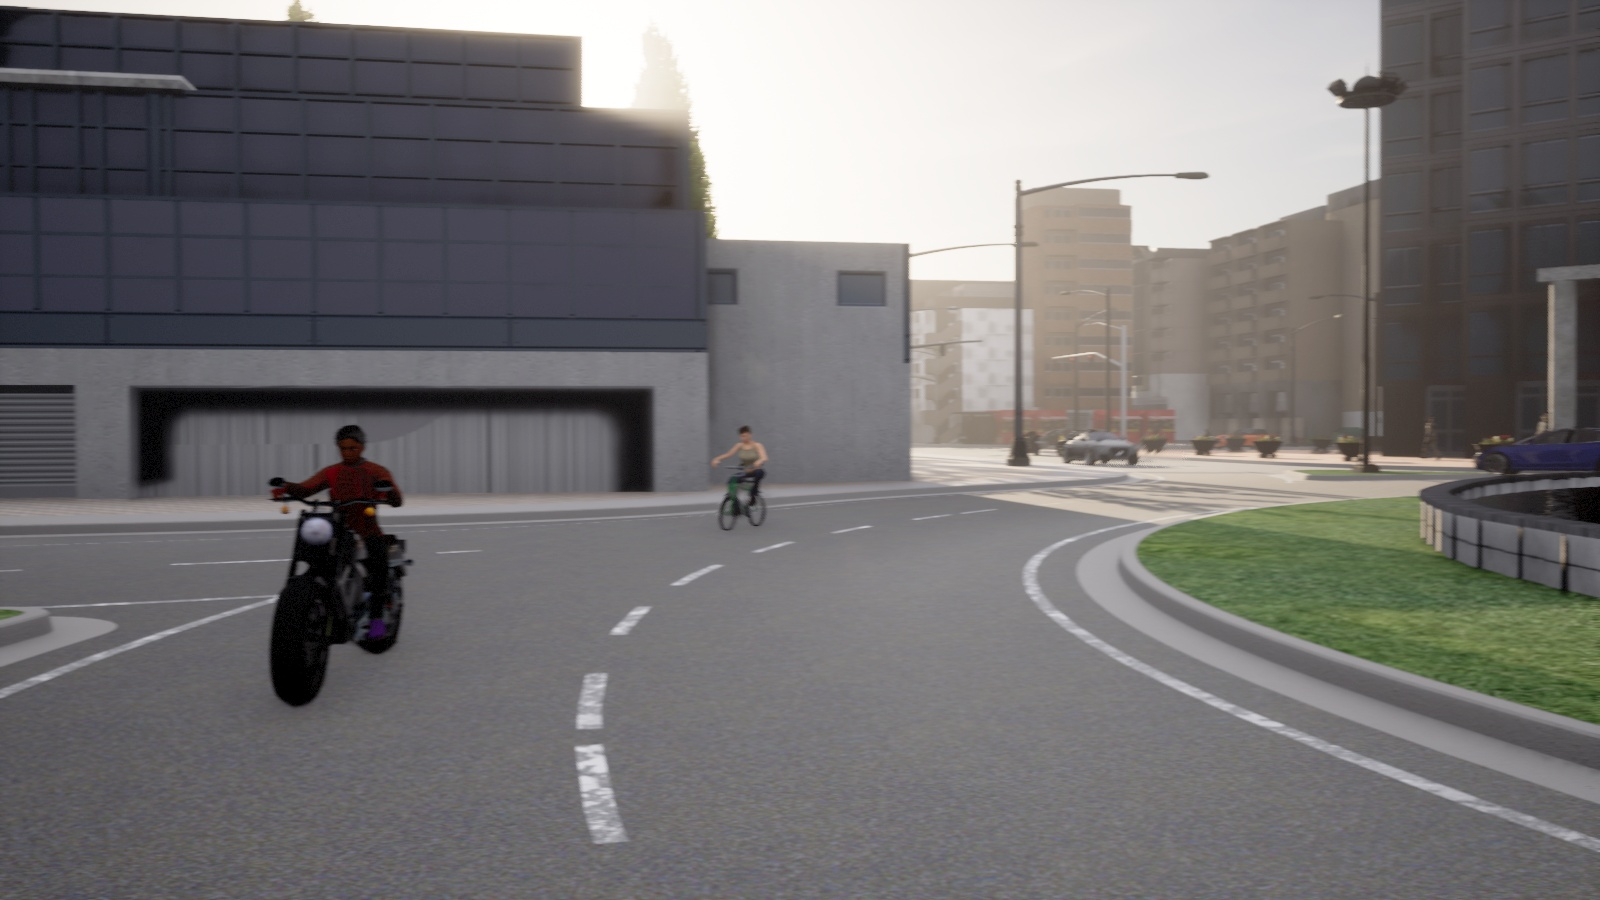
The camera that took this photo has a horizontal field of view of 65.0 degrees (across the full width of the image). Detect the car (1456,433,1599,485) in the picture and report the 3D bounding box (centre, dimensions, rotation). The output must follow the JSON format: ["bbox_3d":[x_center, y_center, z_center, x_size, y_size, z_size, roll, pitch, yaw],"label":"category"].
[{"bbox_3d":[22.761,0.228,37.952,4.792,1.488,2.163,1,1,43],"label":"car"}]

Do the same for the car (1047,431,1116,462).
[{"bbox_3d":[13.811,-0.208,61.885,1.816,1.474,4.193,0,1,-10],"label":"car"}]

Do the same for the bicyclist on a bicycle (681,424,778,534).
[{"bbox_3d":[-1.070,0.416,19.432,0.866,1.612,1.509,2,2,25],"label":"bicyclist on a bicycle"}]

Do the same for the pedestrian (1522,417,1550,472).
[{"bbox_3d":[24.579,-0.188,41.934,0.694,1.848,0.540,1,1,18],"label":"pedestrian"}]

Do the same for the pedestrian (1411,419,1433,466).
[{"bbox_3d":[25.797,-0.324,52.084,0.396,1.930,0.692,0,1,-18],"label":"pedestrian"}]

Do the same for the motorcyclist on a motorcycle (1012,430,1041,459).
[{"bbox_3d":[12.475,-0.320,69.220,0.866,1.530,2.191,0,1,-10],"label":"motorcyclist on a motorcycle"}]

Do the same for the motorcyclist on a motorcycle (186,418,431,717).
[{"bbox_3d":[-3.050,0.624,8.096,0.766,1.649,2.350,0,1,-3],"label":"motorcyclist on a motorcycle"}]

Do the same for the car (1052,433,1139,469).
[{"bbox_3d":[12.094,0.018,51.627,1.994,1.385,4.181,0,1,-10],"label":"car"}]
